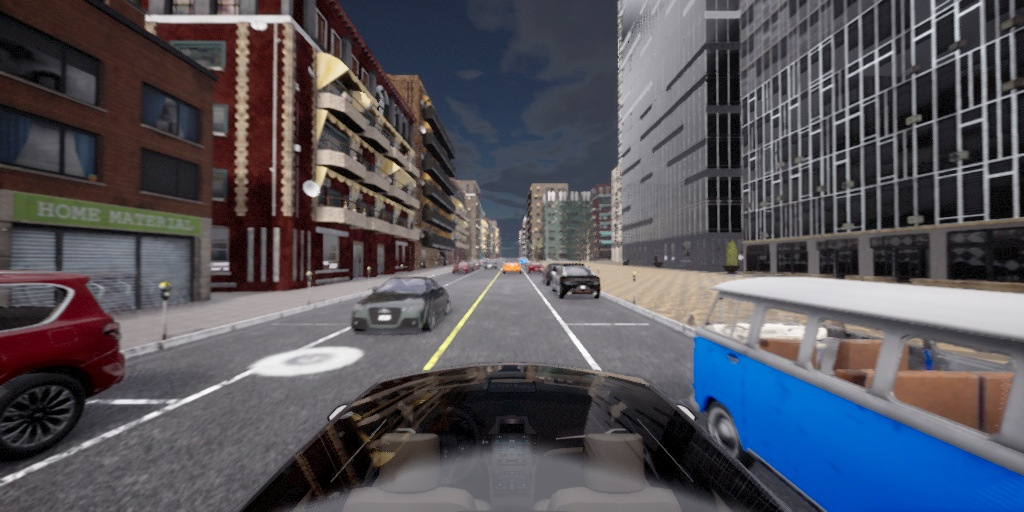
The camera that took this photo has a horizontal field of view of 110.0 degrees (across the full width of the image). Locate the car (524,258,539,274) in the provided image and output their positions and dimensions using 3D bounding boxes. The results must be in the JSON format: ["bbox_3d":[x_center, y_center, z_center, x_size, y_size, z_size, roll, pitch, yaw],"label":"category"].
[{"bbox_3d":[2.690,1.289,41.242,1.888,1.381,4.507,0,0,0],"label":"car"}]

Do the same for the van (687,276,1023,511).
[{"bbox_3d":[2.691,1.091,2.255,1.690,1.789,3.998,0,0,0],"label":"van"}]

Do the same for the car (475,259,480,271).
[{"bbox_3d":[-5.691,1.310,46.813,1.948,1.339,4.313,0,0,0],"label":"car"}]

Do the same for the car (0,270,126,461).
[{"bbox_3d":[-5.690,1.065,2.255,2.192,1.841,5.009,0,0,0],"label":"car"}]

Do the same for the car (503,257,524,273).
[{"bbox_3d":[0.062,1.099,42.588,2.097,1.767,4.553,0,0,1],"label":"car"}]

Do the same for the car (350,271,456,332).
[{"bbox_3d":[-3.100,1.312,10.729,1.994,1.385,4.181,0,0,0],"label":"car"}]

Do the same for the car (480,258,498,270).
[{"bbox_3d":[-3.074,1.235,52.059,2.128,1.511,4.902,0,0,0],"label":"car"}]

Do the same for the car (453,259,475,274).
[{"bbox_3d":[-5.691,1.289,41.243,1.888,1.381,4.507,0,0,0],"label":"car"}]

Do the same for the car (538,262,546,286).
[{"bbox_3d":[3.144,1.250,25.312,1.837,1.490,4.892,0,0,0],"label":"car"}]

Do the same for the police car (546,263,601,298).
[{"bbox_3d":[3.133,1.172,18.421,1.930,1.638,5.238,0,0,0],"label":"police car"}]
